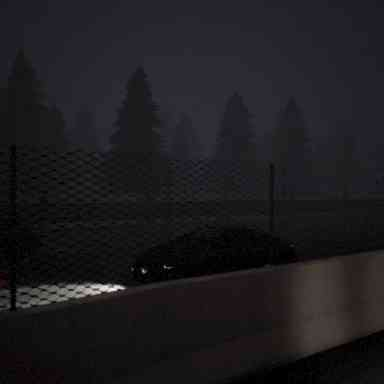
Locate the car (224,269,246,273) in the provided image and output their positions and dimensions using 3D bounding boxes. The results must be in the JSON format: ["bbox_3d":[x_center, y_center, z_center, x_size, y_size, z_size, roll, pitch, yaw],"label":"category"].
[{"bbox_3d":[0.643,1.549,8.344,4.181,1.385,1.994,0,0,-31],"label":"car"}]
